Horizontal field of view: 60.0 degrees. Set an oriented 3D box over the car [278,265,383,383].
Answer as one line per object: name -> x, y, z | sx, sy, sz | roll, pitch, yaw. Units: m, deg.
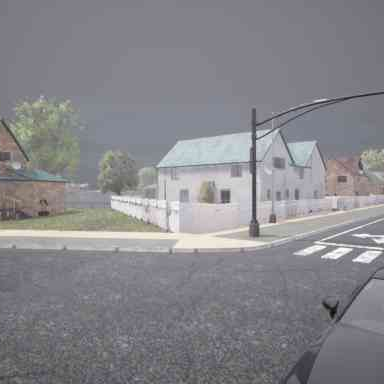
car -> 2.512, 1.524, 3.380 | 1.812, 1.442, 4.674 | 0, 0, 42
